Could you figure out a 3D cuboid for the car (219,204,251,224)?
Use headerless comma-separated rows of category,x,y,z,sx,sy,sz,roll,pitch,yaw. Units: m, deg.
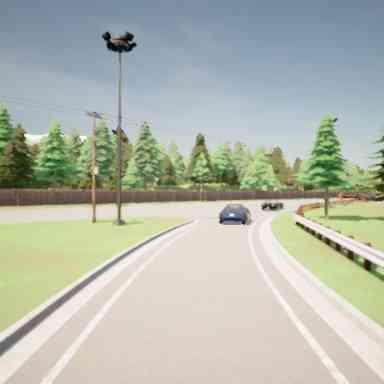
car,3.291,1.573,25.082,1.994,1.385,4.181,0,0,15

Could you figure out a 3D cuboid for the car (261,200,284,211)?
car,10.302,1.629,42.190,1.895,1.301,4.718,0,0,29
